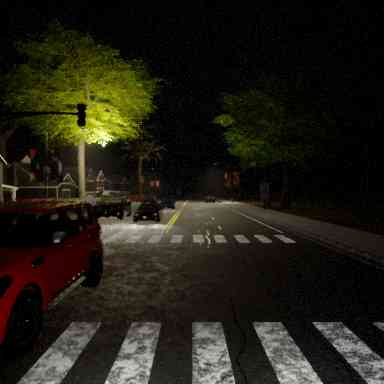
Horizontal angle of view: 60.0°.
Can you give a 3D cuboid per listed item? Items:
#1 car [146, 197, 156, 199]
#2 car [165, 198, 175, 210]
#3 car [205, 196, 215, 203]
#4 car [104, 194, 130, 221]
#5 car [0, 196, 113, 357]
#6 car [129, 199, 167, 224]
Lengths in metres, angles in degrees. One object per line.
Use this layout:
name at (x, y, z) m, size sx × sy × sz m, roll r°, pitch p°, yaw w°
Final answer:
car at (-6.312, 1.540, 50.782) m, size 2.033 × 1.411 × 5.357 m, roll 0°, pitch 0°, yaw 1°
car at (-3.129, 1.539, 42.956) m, size 2.033 × 1.411 × 5.357 m, roll 0°, pitch 0°, yaw 0°
car at (3.687, 1.503, 67.625) m, size 1.837 × 1.490 × 4.892 m, roll 0°, pitch 0°, yaw 1°
car at (-6.464, 1.213, 27.689) m, size 2.150 × 2.045 × 5.566 m, roll 0°, pitch 0°, yaw 0°
car at (-3.320, 1.218, 6.374) m, size 2.150 × 2.045 × 5.566 m, roll 0°, pitch 0°, yaw 0°
car at (-3.225, 1.496, 25.117) m, size 1.837 × 1.490 × 4.892 m, roll 0°, pitch 0°, yaw 0°
